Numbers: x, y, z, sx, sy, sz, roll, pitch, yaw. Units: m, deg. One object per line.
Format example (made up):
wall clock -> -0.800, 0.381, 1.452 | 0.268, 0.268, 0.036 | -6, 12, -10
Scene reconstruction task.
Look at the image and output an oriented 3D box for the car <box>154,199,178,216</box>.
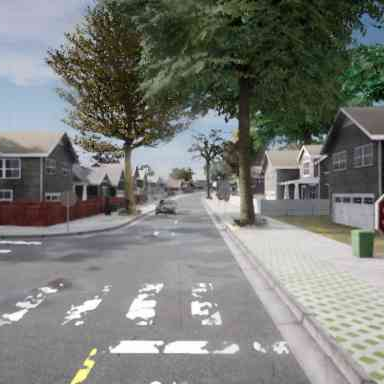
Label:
car -> -2.481, 1.473, 32.439 | 1.837, 1.490, 4.892 | 0, 1, 0
